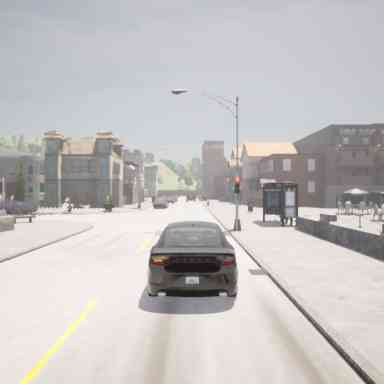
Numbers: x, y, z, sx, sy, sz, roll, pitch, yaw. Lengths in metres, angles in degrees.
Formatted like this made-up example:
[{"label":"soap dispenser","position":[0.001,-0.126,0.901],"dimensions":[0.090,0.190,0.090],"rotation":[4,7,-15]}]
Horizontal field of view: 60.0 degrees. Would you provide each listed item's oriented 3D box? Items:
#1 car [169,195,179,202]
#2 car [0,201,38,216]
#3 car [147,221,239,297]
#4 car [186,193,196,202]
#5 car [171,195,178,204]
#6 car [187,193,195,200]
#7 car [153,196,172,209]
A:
[{"label":"car","position":[-4.212,1.520,77.410],"dimensions":[2.128,1.511,4.902],"rotation":[0,0,0]},{"label":"car","position":[-17.847,1.547,32.044],"dimensions":[5.357,1.411,2.033],"rotation":[0,0,-2]},{"label":"car","position":[0.027,1.478,8.613],"dimensions":[1.882,1.535,5.008],"rotation":[0,0,0]},{"label":"car","position":[-0.210,1.216,76.739],"dimensions":[2.150,2.045,5.566],"rotation":[0,0,0]},{"label":"car","position":[-4.230,1.547,62.073],"dimensions":[2.033,1.411,5.357],"rotation":[0,0,0]},{"label":"car","position":[-0.239,1.186,87.100],"dimensions":[2.097,1.767,4.553],"rotation":[0,0,0]},{"label":"car","position":[-4.220,1.547,45.470],"dimensions":[2.033,1.411,5.357],"rotation":[0,0,0]}]
